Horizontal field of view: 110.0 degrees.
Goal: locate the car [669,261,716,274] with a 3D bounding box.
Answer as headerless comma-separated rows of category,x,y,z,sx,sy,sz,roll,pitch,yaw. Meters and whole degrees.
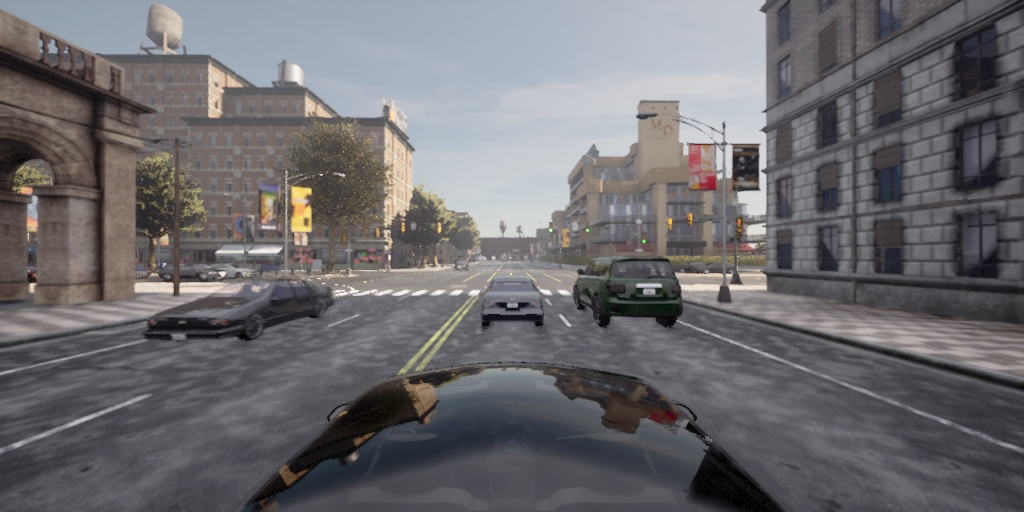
car,22.866,1.428,45.539,5.008,1.535,1.882,0,0,0

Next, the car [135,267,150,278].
car,-36.855,1.429,33.697,4.674,1.442,1.812,0,0,0

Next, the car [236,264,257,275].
car,-26.606,1.428,33.720,4.674,1.442,1.812,0,0,0

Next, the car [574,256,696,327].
car,3.509,1.018,11.846,2.150,2.045,5.566,0,0,0

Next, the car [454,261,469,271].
car,-7.415,1.441,53.078,2.128,1.511,4.902,0,0,0

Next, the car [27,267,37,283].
car,-37.253,1.379,30.194,4.902,1.511,2.128,0,0,0

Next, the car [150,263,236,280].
car,-26.795,1.377,30.219,4.902,1.511,2.128,0,0,0

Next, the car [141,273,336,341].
car,-7.067,1.338,10.248,2.033,1.411,5.357,0,0,0

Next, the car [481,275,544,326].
car,0.007,1.345,11.914,2.033,1.411,5.357,0,0,0

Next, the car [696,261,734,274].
car,23.789,1.439,42.039,4.892,1.490,1.837,0,0,0
